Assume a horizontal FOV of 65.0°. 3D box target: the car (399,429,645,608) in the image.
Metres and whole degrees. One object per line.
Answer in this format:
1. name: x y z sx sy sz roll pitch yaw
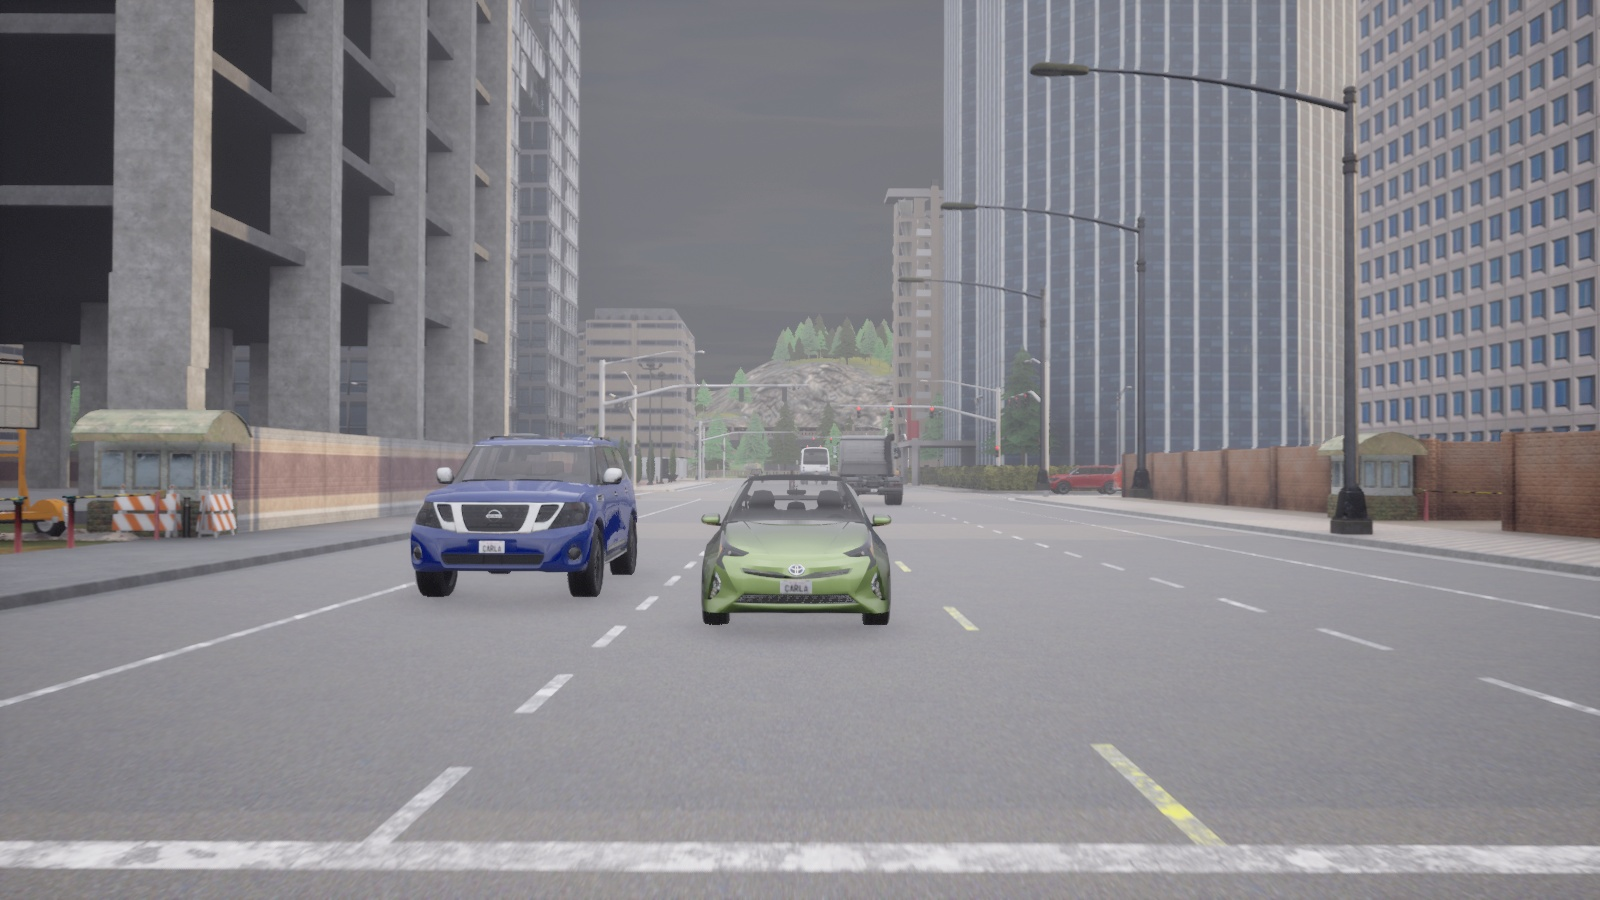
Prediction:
1. car: -3.541 0.836 17.230 2.150 2.045 5.566 0 -1 0

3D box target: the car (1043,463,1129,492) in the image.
1. car: 20.146 1.936 88.585 5.566 2.045 2.150 0 -1 -1

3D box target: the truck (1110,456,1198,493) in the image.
1. truck: 23.934 1.657 85.132 5.204 2.467 2.627 0 -1 -1

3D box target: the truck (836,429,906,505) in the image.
1. truck: 3.351 0.842 61.095 2.891 3.462 7.936 0 -1 0

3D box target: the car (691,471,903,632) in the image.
1. car: -0.034 0.999 14.197 2.007 1.525 4.514 0 -1 0
